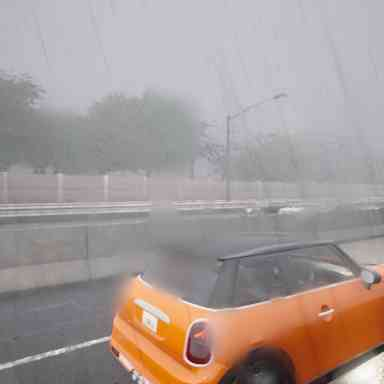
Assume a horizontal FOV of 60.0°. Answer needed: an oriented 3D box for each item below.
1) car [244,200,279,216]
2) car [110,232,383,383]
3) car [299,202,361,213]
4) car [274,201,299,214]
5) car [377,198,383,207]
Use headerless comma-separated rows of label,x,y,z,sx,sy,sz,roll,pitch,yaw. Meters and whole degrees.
car,6.917,1.489,30.343,4.902,1.511,2.128,0,0,-35
car,1.294,1.351,4.665,4.553,1.767,2.097,0,0,-35
car,10.317,1.475,24.176,5.008,1.535,1.882,0,0,-35
car,9.432,1.598,27.836,4.718,1.301,1.895,0,0,-35
car,29.342,1.483,49.465,5.008,1.535,1.882,0,0,-38
